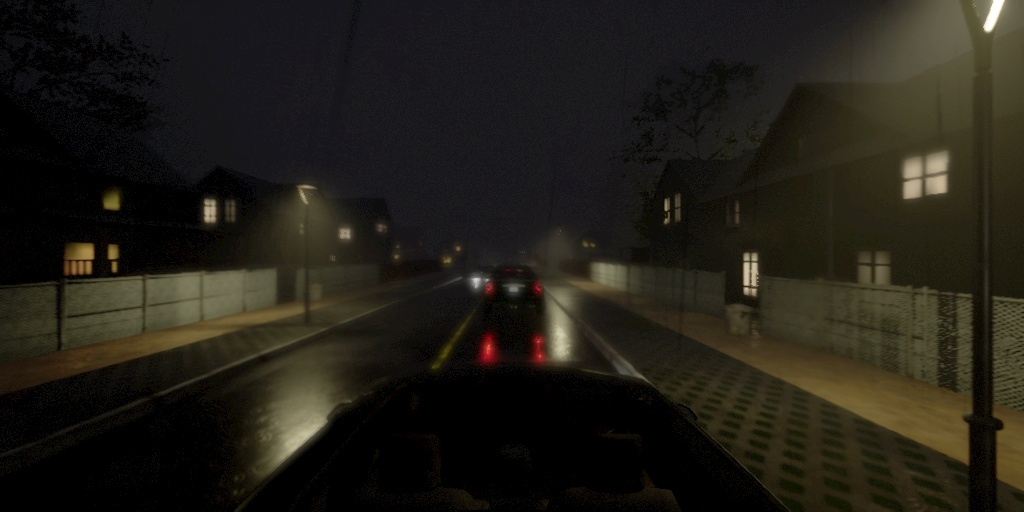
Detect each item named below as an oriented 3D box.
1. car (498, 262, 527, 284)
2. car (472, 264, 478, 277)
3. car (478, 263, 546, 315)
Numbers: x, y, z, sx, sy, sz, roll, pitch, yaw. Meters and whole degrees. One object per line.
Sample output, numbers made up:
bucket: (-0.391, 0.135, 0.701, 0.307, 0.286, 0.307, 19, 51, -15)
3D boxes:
car: (0.079, 1.273, 28.557, 2.128, 1.511, 4.902, 0, 0, 0)
car: (-2.811, 1.368, 35.799, 1.994, 1.385, 4.181, 0, 0, 0)
car: (0.072, 1.093, 13.596, 2.097, 1.767, 4.553, 0, 0, 0)
